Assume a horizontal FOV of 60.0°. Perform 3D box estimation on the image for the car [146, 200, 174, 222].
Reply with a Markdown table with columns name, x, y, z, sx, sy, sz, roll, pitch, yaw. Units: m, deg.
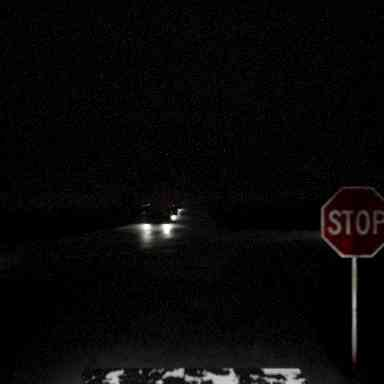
| name | x | y | z | sx | sy | sz | roll | pitch | yaw |
| --- | --- | --- | --- | --- | --- | --- | --- | --- | --- |
| car | -2.790 | 1.687 | 28.427 | 1.882 | 1.535 | 5.008 | 0 | 0 | -1 |

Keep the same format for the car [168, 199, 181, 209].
| name | x | y | z | sx | sy | sz | roll | pitch | yaw |
| --- | --- | --- | --- | --- | --- | --- | --- | --- | --- |
| car | -2.803 | 1.946 | 52.799 | 1.812 | 1.442 | 4.674 | 0 | 0 | 0 |

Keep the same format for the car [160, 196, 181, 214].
| name | x | y | z | sx | sy | sz | roll | pitch | yaw |
| --- | --- | --- | --- | --- | --- | --- | --- | --- | --- |
| car | -2.826 | 1.514 | 39.149 | 2.150 | 2.045 | 5.566 | 0 | 0 | 0 |
